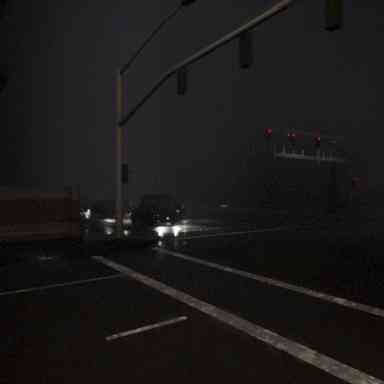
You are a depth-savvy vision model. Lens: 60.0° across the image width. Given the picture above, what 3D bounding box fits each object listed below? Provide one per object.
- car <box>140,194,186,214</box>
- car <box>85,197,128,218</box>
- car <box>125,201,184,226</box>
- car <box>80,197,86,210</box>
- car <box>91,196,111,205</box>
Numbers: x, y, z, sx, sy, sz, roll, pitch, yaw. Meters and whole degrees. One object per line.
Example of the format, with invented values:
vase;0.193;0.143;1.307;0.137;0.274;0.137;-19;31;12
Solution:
car;-2.782;1.222;29.659;2.150;2.045;5.566;0;0;-36
car;-7.853;1.478;30.717;1.882;1.535;5.008;0;0;-36
car;-2.755;1.564;23.612;1.994;1.385;4.181;0;0;-35
car;-13.617;1.526;38.758;1.812;1.442;4.674;0;0;-36
car;-16.864;1.478;61.586;1.882;1.535;5.008;0;0;-36
